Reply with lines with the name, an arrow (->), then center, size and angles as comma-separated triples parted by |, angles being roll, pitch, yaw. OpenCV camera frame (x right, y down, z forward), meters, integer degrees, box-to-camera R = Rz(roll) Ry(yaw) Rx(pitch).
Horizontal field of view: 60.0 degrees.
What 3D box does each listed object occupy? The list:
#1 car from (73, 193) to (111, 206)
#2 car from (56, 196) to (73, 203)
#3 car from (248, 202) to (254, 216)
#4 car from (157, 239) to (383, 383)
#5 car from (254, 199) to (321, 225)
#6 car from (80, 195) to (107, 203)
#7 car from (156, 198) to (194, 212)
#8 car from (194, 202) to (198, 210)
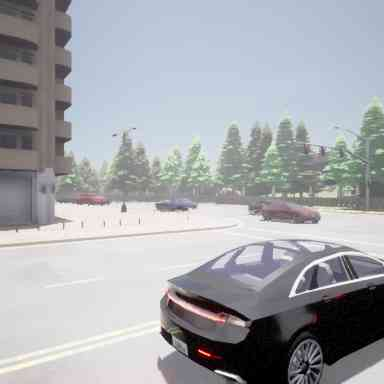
car -> -16.300, 1.168, 54.011 | 5.566, 2.045, 2.150 | 0, 0, 35
car -> -24.030, 1.492, 65.580 | 5.357, 1.411, 2.033 | 0, 0, 15
car -> 7.190, 1.451, 30.069 | 1.837, 1.490, 4.892 | 0, 0, -35
car -> 1.847, 1.492, 5.103 | 4.902, 1.511, 2.128 | 0, 0, -35
car -> 7.030, 1.475, 24.155 | 1.812, 1.442, 4.674 | 0, 0, -35
car -> -19.981, 1.447, 67.770 | 4.902, 1.511, 2.128 | 0, 0, 18
car -> -2.196, 1.545, 37.439 | 1.895, 1.301, 4.718 | 0, 0, -35
car -> -1.136, 1.470, 41.975 | 1.812, 1.442, 4.674 | 0, 0, -36
